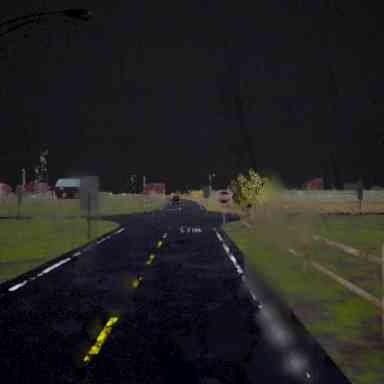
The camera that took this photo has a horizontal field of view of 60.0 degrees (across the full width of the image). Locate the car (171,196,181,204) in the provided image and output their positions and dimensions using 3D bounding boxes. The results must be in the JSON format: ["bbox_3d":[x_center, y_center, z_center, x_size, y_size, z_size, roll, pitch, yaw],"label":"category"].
[{"bbox_3d":[-2.892,1.527,61.610,1.837,1.490,4.892,0,3,-1],"label":"car"}]
